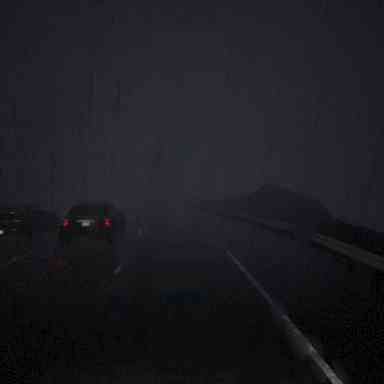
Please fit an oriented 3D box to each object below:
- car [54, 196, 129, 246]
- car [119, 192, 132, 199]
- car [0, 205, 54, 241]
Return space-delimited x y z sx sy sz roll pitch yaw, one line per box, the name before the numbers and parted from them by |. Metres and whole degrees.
car | -4.231 1.231 14.803 2.097 1.767 4.553 0 0 -5
car | -15.468 0.717 77.268 2.097 1.767 4.553 0 1 -24
car | -7.820 1.366 15.657 2.128 1.511 4.902 0 0 -5
